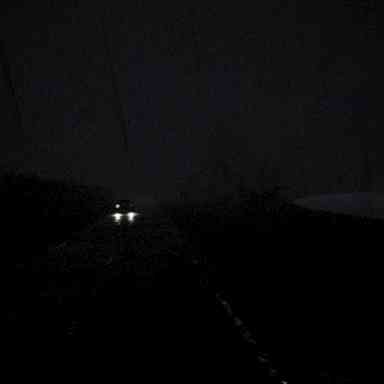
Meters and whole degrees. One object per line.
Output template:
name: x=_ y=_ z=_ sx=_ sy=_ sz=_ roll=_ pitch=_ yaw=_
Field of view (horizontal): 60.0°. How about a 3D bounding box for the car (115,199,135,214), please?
car: x=-8.201 y=1.646 z=40.920 sx=2.097 sy=1.767 sz=4.553 roll=-3 pitch=0 yaw=-8
